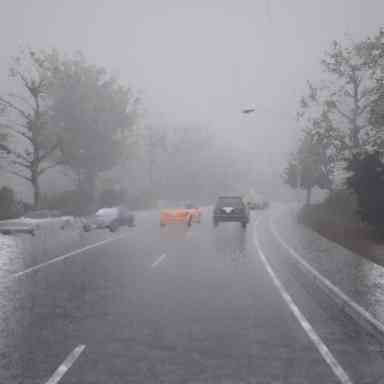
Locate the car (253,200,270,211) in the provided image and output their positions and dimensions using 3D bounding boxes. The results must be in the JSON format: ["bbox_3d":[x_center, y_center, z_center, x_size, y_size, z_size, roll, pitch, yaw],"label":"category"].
[{"bbox_3d":[8.417,1.672,41.319,1.895,1.301,4.718,-1,0,22],"label":"car"}]

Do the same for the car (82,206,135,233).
[{"bbox_3d":[-5.003,1.640,20.673,1.812,1.442,4.674,-1,0,11],"label":"car"}]

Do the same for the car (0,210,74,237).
[{"bbox_3d":[-8.827,1.730,19.217,1.895,1.301,4.718,0,-1,10],"label":"car"}]

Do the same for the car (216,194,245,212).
[{"bbox_3d":[4.982,1.369,42.149,2.150,2.045,5.566,-1,-1,22],"label":"car"}]

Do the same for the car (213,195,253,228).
[{"bbox_3d":[2.830,1.281,23.199,2.150,2.045,5.566,-1,0,13],"label":"car"}]

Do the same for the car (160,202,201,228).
[{"bbox_3d":[-0.688,1.447,23.307,2.097,1.767,4.553,-1,0,12],"label":"car"}]
